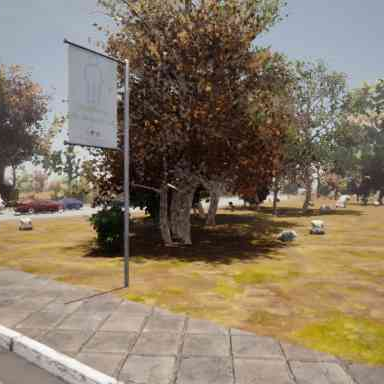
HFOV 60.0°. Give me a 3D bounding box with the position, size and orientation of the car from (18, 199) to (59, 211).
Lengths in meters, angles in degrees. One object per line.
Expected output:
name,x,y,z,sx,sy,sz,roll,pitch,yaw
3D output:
car,-18.973,1.554,41.265,1.994,1.385,4.181,0,0,39

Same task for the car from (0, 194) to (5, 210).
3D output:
car,-21.424,1.220,32.567,2.150,2.045,5.566,0,0,39

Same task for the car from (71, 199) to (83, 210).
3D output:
car,-15.411,1.513,40.131,1.812,1.442,4.674,0,0,38

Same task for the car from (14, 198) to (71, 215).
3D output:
car,-15.463,1.472,34.107,1.882,1.535,5.008,0,0,39

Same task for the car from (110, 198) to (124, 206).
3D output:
car,-9.213,1.555,48.074,1.895,1.301,4.718,0,0,37

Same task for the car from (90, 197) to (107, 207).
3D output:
car,-12.720,1.464,49.255,1.837,1.490,4.892,0,0,37
